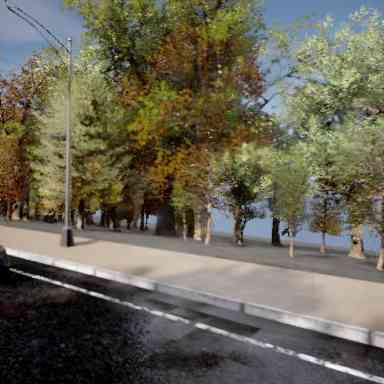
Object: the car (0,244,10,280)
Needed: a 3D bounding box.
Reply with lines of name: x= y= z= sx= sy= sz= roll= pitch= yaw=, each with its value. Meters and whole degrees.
car: x=-6.300 y=1.410 z=8.117 sx=4.181 sy=1.385 sz=1.994 roll=1 pitch=1 yaw=35
